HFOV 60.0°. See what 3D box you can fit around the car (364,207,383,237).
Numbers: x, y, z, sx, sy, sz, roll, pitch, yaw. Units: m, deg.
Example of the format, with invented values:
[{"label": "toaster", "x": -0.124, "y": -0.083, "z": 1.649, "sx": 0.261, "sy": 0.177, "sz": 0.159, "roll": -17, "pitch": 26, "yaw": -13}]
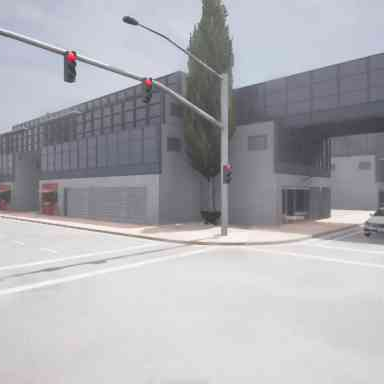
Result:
[{"label": "car", "x": 10.493, "y": 1.526, "z": 17.414, "sx": 1.812, "sy": 1.442, "sz": 4.674, "roll": 0, "pitch": 0, "yaw": 42}]
